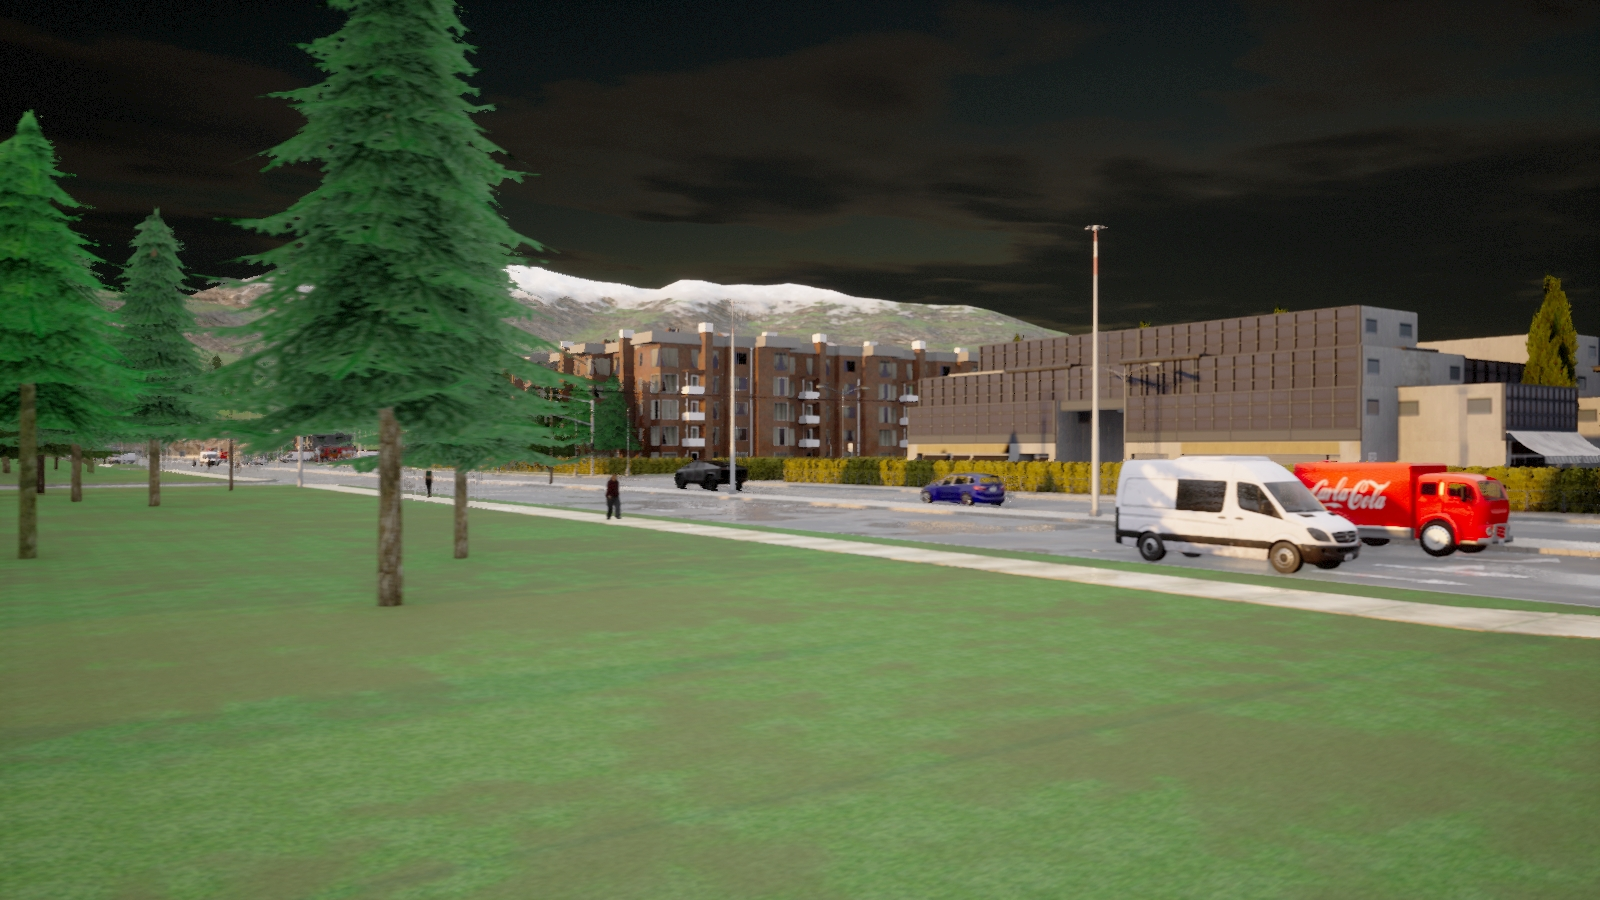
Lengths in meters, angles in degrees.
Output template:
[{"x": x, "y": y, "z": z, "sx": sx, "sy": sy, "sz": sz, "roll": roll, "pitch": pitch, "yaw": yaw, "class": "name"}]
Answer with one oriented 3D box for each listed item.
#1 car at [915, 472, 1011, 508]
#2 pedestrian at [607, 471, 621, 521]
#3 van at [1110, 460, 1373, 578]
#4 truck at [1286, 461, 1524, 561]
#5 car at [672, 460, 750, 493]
[{"x": 8.146, "y": 1.974, "z": 57.402, "sx": 2.242, "sy": 1.667, "sz": 4.611, "roll": 0, "pitch": 0, "yaw": -35, "class": "car"}, {"x": -6.926, "y": 1.700, "z": 42.555, "sx": 0.375, "sy": 1.860, "sz": 0.375, "roll": 0, "pitch": 0, "yaw": -35, "class": "pedestrian"}, {"x": 10.654, "y": 1.539, "z": 28.105, "sx": 1.988, "sy": 2.561, "sz": 5.915, "roll": 0, "pitch": 0, "yaw": -36, "class": "van"}, {"x": 16.665, "y": 1.574, "z": 31.739, "sx": 2.627, "sy": 2.467, "sz": 5.204, "roll": 0, "pitch": 0, "yaw": -36, "class": "truck"}, {"x": -6.113, "y": 1.760, "z": 77.512, "sx": 2.390, "sy": 2.098, "sz": 6.274, "roll": 0, "pitch": 0, "yaw": -35, "class": "car"}]
